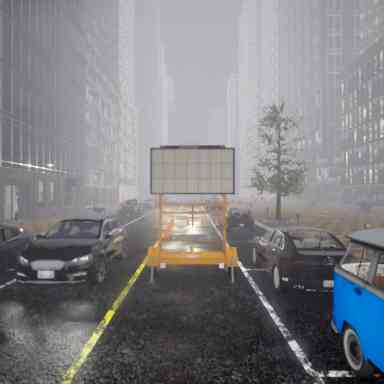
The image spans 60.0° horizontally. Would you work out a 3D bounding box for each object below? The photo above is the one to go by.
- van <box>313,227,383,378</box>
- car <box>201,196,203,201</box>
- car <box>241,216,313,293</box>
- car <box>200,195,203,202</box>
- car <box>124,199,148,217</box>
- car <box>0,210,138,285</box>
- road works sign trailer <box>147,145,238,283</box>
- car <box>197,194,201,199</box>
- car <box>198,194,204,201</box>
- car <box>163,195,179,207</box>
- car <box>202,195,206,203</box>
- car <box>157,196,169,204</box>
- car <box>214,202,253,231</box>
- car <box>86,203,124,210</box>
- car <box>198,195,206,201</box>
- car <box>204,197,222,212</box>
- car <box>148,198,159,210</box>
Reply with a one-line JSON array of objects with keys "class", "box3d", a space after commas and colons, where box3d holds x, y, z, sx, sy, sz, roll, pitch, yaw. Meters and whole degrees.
[{"class": "van", "box3d": [2.695, 1.342, 2.963, 1.690, 1.788, 3.998, 0, 0, 0]}, {"class": "car", "box3d": [2.661, 1.558, 48.474, 1.887, 1.381, 4.507, 0, 0, 0]}, {"class": "car", "box3d": [2.689, 1.552, 8.652, 2.008, 1.369, 4.403, 0, 0, 0]}, {"class": "car", "box3d": [2.657, 1.597, 54.163, 1.802, 1.307, 4.206, 0, 0, 0]}, {"class": "car", "box3d": [-5.706, 1.447, 31.423, 1.967, 1.590, 4.097, 0, 0, 0]}, {"class": "car", "box3d": [-3.108, 1.493, 9.533, 2.128, 1.511, 4.902, 0, 0, 0]}, {"class": "road works sign trailer", "box3d": [0.016, 0.466, 9.613, 2.380, 3.560, 2.880, 0, 0, 0]}, {"class": "car", "box3d": [2.641, 1.594, 76.918, 1.947, 1.339, 4.313, 0, 0, 0]}, {"class": "car", "box3d": [2.653, 1.568, 59.852, 2.008, 1.369, 4.403, 0, 0, 0]}, {"class": "car", "box3d": [-3.038, 1.628, 53.165, 2.033, 1.411, 5.357, 0, 0, 0]}, {"class": "car", "box3d": [2.665, 1.451, 42.784, 1.967, 1.590, 4.097, 0, 0, 0]}, {"class": "car", "box3d": [-5.731, 1.565, 65.558, 1.887, 1.381, 4.507, 0, 0, 0]}, {"class": "car", "box3d": [2.681, 1.555, 20.030, 2.008, 1.369, 4.403, 0, 0, 0]}, {"class": "car", "box3d": [-5.699, 1.555, 20.045, 2.008, 1.369, 4.403, 0, 0, 0]}, {"class": "car", "box3d": [2.633, 1.561, 88.466, 1.752, 1.417, 4.829, 0, 0, 0]}, {"class": "car", "box3d": [2.669, 1.560, 37.096, 2.008, 1.369, 4.403, 0, 0, 0]}, {"class": "car", "box3d": [-5.716, 1.562, 42.801, 2.008, 1.369, 4.403, 0, 0, 0]}]
